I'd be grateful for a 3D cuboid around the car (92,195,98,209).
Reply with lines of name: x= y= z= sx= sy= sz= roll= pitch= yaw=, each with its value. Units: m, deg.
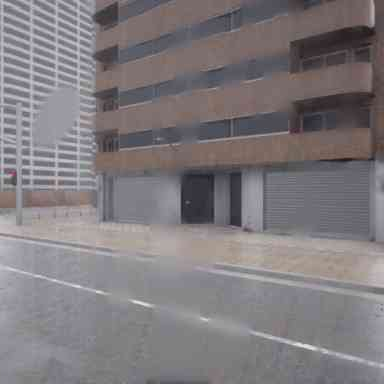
car: x=-10.881 y=1.477 z=43.852 sx=1.882 sy=1.535 sz=5.008 roll=0 pitch=0 yaw=35
